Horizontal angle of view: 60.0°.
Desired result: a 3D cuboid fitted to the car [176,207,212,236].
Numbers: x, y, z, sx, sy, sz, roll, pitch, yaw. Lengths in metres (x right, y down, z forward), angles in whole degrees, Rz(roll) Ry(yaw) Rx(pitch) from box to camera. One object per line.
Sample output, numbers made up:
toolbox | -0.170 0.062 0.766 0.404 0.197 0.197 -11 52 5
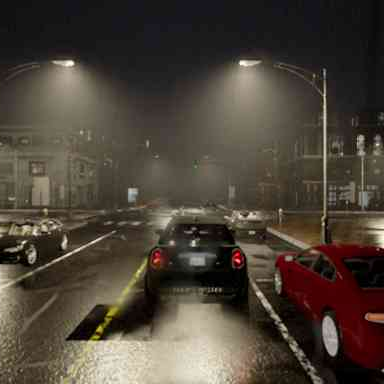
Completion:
car | 0.029 1.657 19.956 1.895 1.301 4.718 0 0 -2

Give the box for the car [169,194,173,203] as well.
car | -5.675 1.644 71.640 1.967 1.590 4.097 0 0 0

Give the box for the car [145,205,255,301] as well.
car | 0.101 1.376 8.556 2.097 1.767 4.553 0 0 0

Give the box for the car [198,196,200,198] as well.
car | 2.706 1.771 77.147 2.008 1.369 4.403 0 0 0

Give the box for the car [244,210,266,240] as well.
car | 2.697 1.599 17.148 2.008 1.369 4.403 0 0 0

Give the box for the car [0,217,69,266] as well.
car | -5.685 1.583 11.475 2.008 1.369 4.403 0 0 0

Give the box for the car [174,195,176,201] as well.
car | -5.671 1.587 93.730 2.192 1.841 5.009 0 0 0

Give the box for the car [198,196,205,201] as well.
car | 2.708 1.823 93.713 2.008 1.369 4.403 0 0 0

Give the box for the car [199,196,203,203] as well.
car | 2.703 1.753 60.580 1.802 1.307 4.206 0 0 0

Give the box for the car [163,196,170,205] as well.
car | -5.677 1.722 60.596 2.008 1.369 4.403 0 0 0

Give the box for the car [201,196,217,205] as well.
car | 2.701 1.705 49.538 1.947 1.339 4.313 0 0 0

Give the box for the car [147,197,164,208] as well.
car | -5.679 1.721 49.553 1.802 1.307 4.206 0 0 0

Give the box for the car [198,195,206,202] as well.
car | 2.708 1.695 88.191 1.967 1.590 4.097 0 0 0

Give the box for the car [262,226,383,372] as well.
car | 2.695 1.561 5.764 1.887 1.381 4.507 0 0 0
